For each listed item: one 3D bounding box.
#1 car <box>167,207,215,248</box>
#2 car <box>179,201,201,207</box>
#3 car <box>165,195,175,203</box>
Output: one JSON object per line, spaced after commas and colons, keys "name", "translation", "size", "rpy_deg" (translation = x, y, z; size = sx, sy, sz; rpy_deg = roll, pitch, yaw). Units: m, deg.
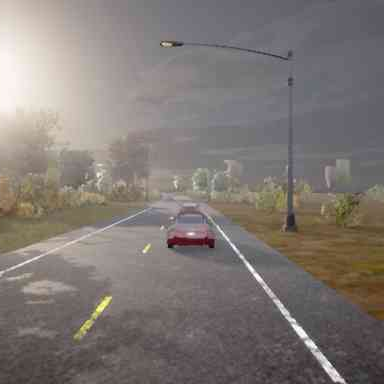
{"name": "car", "translation": [-0.053, 1.571, 14.702], "size": [1.994, 1.385, 4.181], "rpy_deg": [0, 0, 0]}
{"name": "car", "translation": [-0.211, 1.532, 29.714], "size": [1.812, 1.442, 4.674], "rpy_deg": [0, 0, -1]}
{"name": "car", "translation": [-4.706, 1.346, 71.375], "size": [2.097, 1.767, 4.553], "rpy_deg": [0, 0, -2]}
